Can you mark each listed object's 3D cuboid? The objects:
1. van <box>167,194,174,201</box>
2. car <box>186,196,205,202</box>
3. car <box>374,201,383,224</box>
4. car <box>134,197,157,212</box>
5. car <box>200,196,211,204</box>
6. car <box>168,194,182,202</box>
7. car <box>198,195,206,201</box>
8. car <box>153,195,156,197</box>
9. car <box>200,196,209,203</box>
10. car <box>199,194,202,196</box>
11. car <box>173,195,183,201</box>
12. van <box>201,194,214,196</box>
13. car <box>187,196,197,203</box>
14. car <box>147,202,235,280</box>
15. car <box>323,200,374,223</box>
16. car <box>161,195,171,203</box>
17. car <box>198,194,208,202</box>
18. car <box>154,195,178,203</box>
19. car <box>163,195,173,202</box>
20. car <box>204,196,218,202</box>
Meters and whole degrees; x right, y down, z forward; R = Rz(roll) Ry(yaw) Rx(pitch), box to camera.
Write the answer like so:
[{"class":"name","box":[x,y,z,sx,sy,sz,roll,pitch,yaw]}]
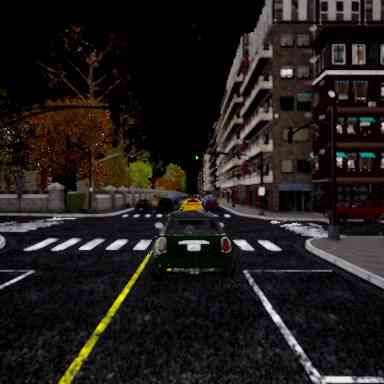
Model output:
[{"class":"van","box":[-5.712,1.415,90.135,1.690,1.788,3.998,0,0,0]},{"class":"car","box":[0.089,1.482,36.727,1.882,1.535,5.008,0,0,0]},{"class":"car","box":[16.466,1.679,24.569,4.553,1.767,2.097,1,0,-1]},{"class":"car","box":[-5.698,1.572,39.463,1.947,1.339,4.313,0,0,0]},{"class":"car","box":[2.674,1.586,67.617,2.008,1.369,4.403,0,0,0]},{"class":"car","box":[-3.048,1.571,58.112,2.033,1.411,5.357,0,0,1]},{"class":"car","box":[2.668,1.618,90.137,1.887,1.381,4.507,0,0,0]},{"class":"car","box":[-5.701,1.540,50.555,1.752,1.417,4.829,0,0,0]},{"class":"car","box":[2.673,1.588,73.247,1.887,1.381,4.507,0,0,0]},{"class":"car","box":[2.677,1.468,61.987,1.967,1.590,4.097,0,0,0]},{"class":"car","box":[-3.019,1.295,73.191,2.033,1.411,5.357,0,0,0]},{"class":"van","box":[2.680,1.356,50.726,1.690,1.788,3.998,0,0,0]},{"class":"car","box":[-0.018,1.594,71.513,1.994,1.385,4.181,0,0,0]},{"class":"car","box":[-0.062,1.350,10.107,2.097,1.767,4.553,0,0,-3]},{"class":"car","box":[13.459,1.598,27.146,5.009,1.841,2.192,1,-1,-1]},{"class":"car","box":[-5.707,1.484,73.246,1.967,1.590,4.097,0,0,0]},{"class":"car","box":[2.673,1.368,78.877,2.192,1.841,5.009,0,0,0]},{"class":"car","box":[-3.102,1.484,39.887,1.882,1.535,5.008,0,0,0]},{"class":"car","box":[-5.708,1.493,78.875,1.967,1.590,4.097,0,0,0]},{"class":"car","box":[2.681,1.555,45.095,1.887,1.381,4.507,0,0,0]}]
